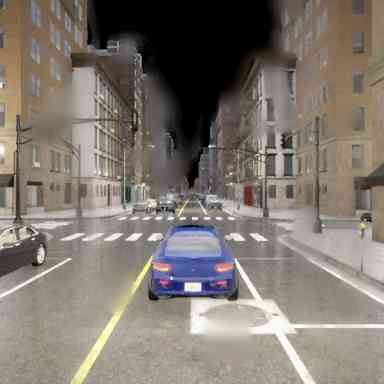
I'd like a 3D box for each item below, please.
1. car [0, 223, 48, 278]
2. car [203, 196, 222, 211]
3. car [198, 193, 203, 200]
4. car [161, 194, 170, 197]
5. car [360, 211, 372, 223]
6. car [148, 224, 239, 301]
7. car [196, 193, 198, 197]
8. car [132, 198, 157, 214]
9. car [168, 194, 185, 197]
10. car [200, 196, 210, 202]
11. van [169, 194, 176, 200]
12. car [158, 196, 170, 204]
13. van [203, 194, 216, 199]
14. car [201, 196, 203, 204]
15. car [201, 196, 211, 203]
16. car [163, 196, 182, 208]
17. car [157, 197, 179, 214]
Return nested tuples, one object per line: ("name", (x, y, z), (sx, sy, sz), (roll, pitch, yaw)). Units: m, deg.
("car", (-5.362, 1.550, 8.775), (2.008, 1.369, 4.403), (0, 0, 0))
("car", (2.756, 1.545, 41.035), (2.008, 1.369, 4.403), (0, 0, 0))
("car", (2.823, 1.307, 62.660), (2.192, 1.841, 5.009), (0, 0, 0))
("car", (-5.248, 1.433, 57.276), (1.967, 1.590, 4.097), (0, 0, 0))
("car", (15.136, 1.636, 23.956), (5.357, 1.411, 2.033), (0, 0, 0))
("car", (0.042, 1.525, 8.212), (1.812, 1.442, 4.674), (0, 0, 1))
("car", (2.922, 1.533, 95.098), (1.887, 1.381, 4.507), (0, 0, 0))
("car", (-5.288, 1.546, 35.651), (2.008, 1.369, 4.403), (0, 0, 0))
("car", (-2.675, 1.557, 57.127), (1.994, 1.385, 4.181), (0, 0, 0))
("car", (2.856, 1.542, 73.473), (2.008, 1.369, 4.403), (0, 0, 0))
("van", (-5.186, 1.330, 89.713), (1.690, 1.788, 3.998), (0, 0, 0))
("car", (-5.238, 1.517, 62.511), (1.752, 1.417, 4.829), (0, 0, 0))
("van", (2.773, 1.335, 46.441), (1.690, 1.788, 3.998), (0, 0, 0))
("car", (2.789, 1.575, 51.848), (1.802, 1.307, 4.206), (0, 0, 0))
("car", (2.839, 1.557, 68.066), (1.947, 1.339, 4.313), (0, 0, 0))
("car", (-2.719, 1.595, 46.092), (1.895, 1.301, 4.718), (0, 0, 0))
("car", (-2.758, 1.560, 35.979), (1.994, 1.385, 4.181), (0, 0, 1))
